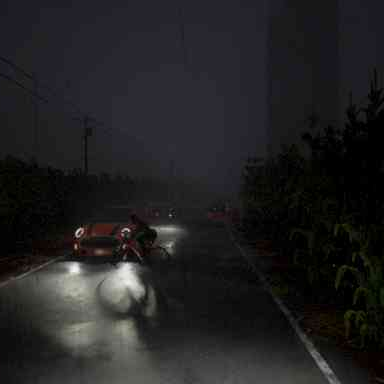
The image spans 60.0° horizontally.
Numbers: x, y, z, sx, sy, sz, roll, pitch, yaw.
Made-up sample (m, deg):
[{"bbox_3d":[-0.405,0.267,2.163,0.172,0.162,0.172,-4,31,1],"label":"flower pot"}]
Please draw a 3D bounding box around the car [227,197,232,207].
[{"bbox_3d":[4.940,1.491,50.517,2.128,1.511,4.902,0,0,11],"label":"car"}]

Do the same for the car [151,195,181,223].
[{"bbox_3d":[-2.190,1.223,25.933,2.150,2.045,5.566,0,0,5],"label":"car"}]

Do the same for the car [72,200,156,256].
[{"bbox_3d":[-2.903,1.351,12.942,2.097,1.767,4.553,0,0,2],"label":"car"}]

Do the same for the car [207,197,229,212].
[{"bbox_3d":[2.955,1.600,39.426,1.895,1.301,4.718,0,0,10],"label":"car"}]

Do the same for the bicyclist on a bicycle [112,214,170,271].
[{"bbox_3d":[-1.463,1.455,9.435,1.656,1.620,0.582,-2,0,1],"label":"bicyclist on a bicycle"}]
